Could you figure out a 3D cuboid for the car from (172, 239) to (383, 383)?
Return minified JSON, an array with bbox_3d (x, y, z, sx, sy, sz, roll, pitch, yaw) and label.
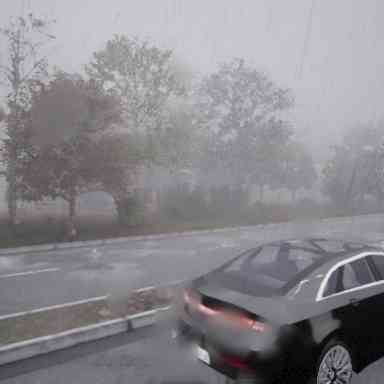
[{"bbox_3d":[2.056,1.459,4.905,4.902,1.511,2.128,0,0,-35],"label":"car"}]
